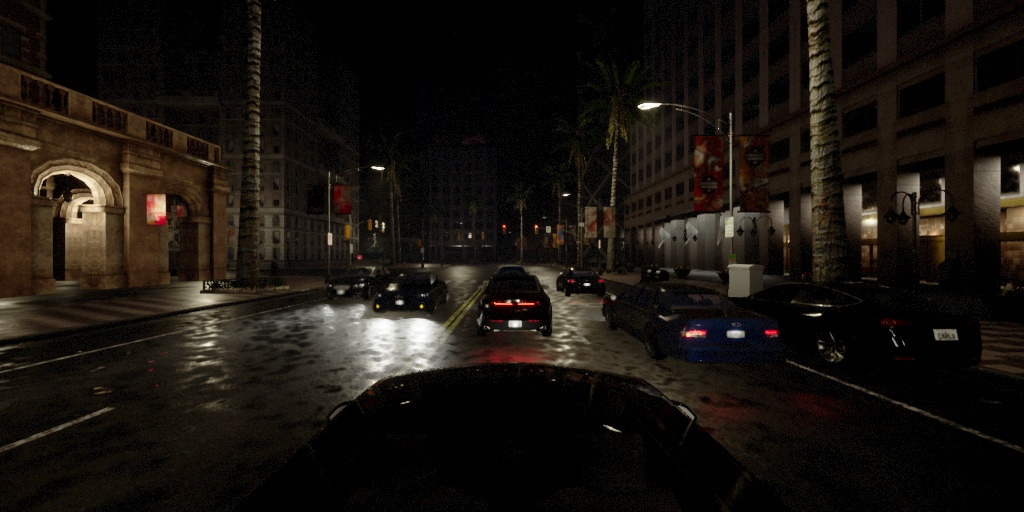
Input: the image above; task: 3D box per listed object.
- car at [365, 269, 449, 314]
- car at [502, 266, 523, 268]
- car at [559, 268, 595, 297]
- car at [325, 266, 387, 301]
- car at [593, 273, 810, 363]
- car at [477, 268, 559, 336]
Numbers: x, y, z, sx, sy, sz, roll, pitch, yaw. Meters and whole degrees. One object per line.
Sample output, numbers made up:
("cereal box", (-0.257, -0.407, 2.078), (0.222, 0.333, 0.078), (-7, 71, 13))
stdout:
("car", (-3.625, 1.313, 13.553), (1.994, 1.385, 4.181), (0, 0, 0))
("car", (0.013, 1.274, 19.306), (1.812, 1.442, 4.674), (0, 0, -2))
("car", (3.517, 1.312, 18.902), (1.994, 1.385, 4.181), (0, 0, -1))
("car", (-7.116, 1.240, 17.376), (2.128, 1.511, 4.902), (0, 0, 0))
("car", (3.568, 1.297, 8.251), (2.033, 1.411, 5.357), (0, 0, 0))
("car", (0.052, 1.253, 10.359), (1.837, 1.490, 4.892), (0, 0, 0))
